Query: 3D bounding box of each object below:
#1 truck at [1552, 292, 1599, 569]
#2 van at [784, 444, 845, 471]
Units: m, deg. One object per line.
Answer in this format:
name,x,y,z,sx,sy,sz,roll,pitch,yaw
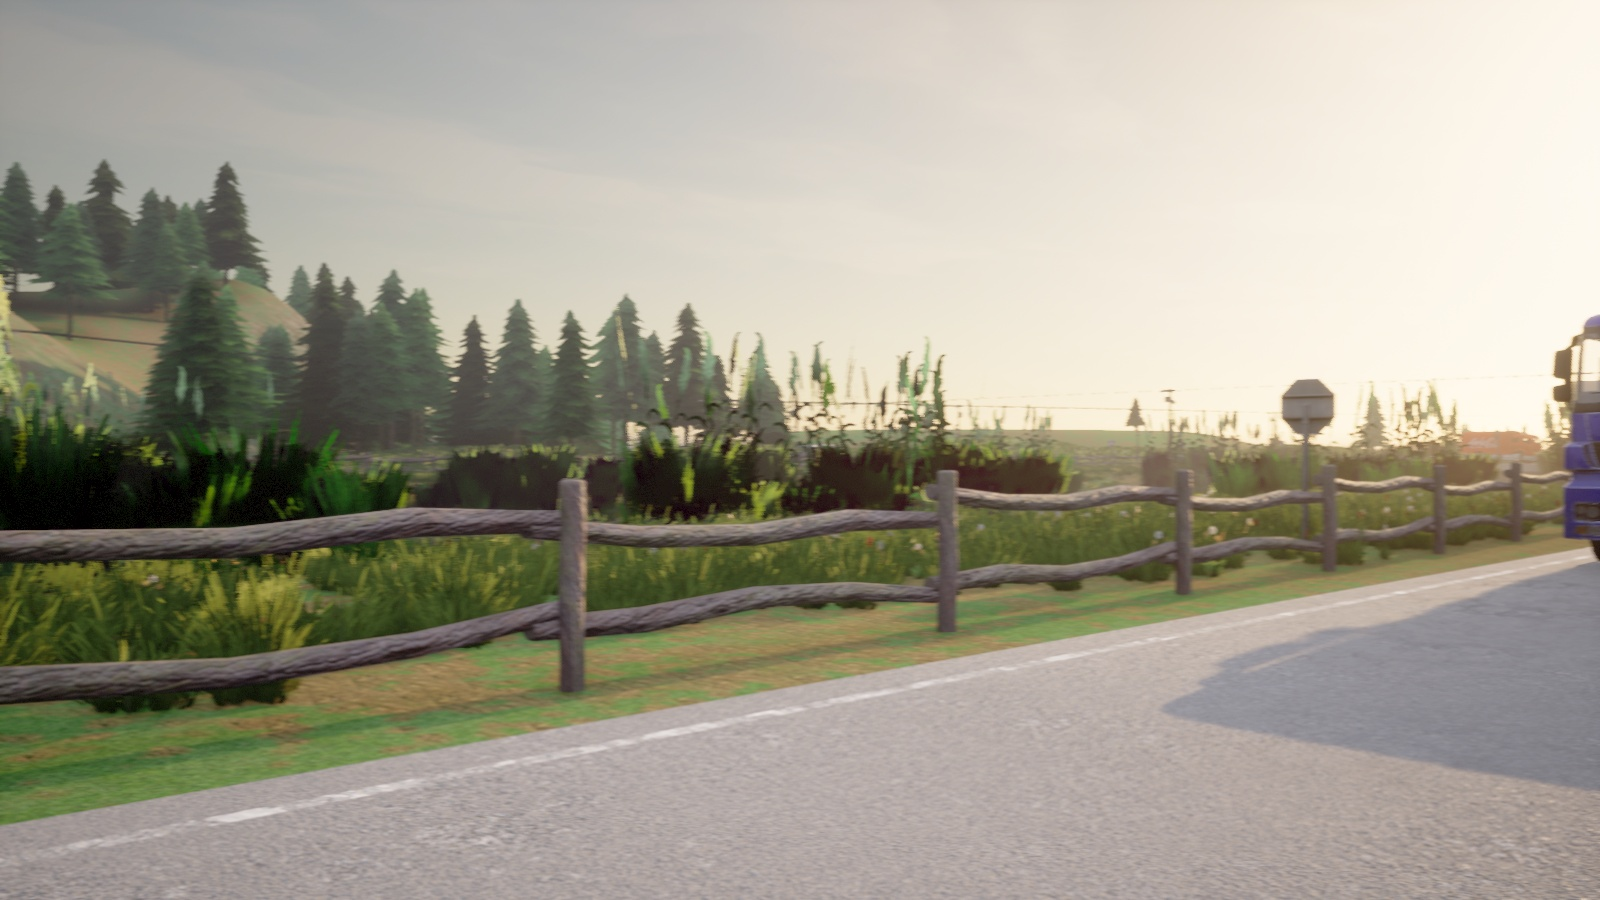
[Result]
truck,13.494,-0.246,17.790,7.936,3.462,2.891,0,0,-44
van,1.117,0.549,95.746,4.480,2.038,2.069,0,0,-42
